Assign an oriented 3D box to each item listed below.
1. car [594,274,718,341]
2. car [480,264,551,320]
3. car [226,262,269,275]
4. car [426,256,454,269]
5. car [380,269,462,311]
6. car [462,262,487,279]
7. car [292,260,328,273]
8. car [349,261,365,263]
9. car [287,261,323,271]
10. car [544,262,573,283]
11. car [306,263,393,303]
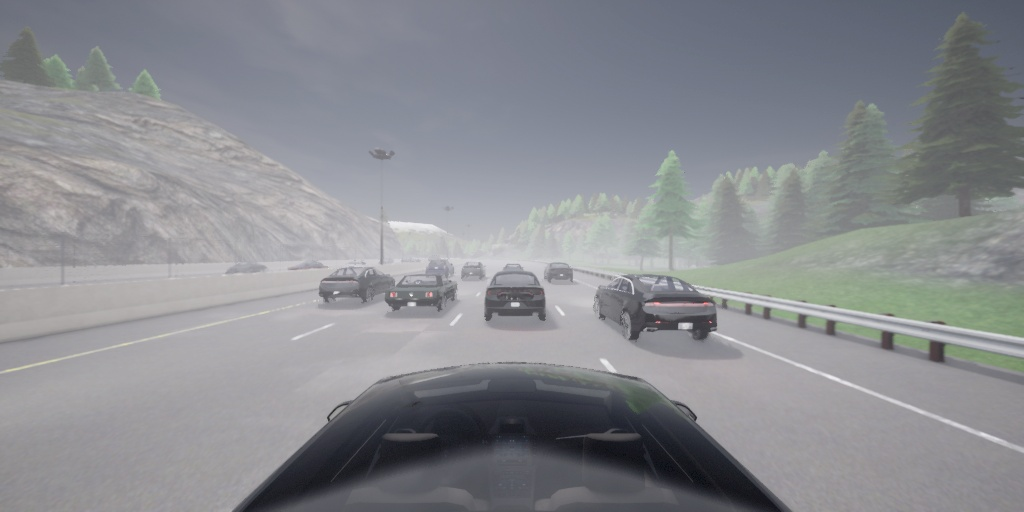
[{"bbox_3d":[3.600,1.243,9.864,2.128,1.511,4.902,0,0,0],"label":"car"},{"bbox_3d":[0.098,1.229,12.679,1.882,1.535,5.008,0,0,0],"label":"car"},{"bbox_3d":[-28.084,1.320,38.192,1.994,1.385,4.181,0,0,0],"label":"car"},{"bbox_3d":[-6.899,1.107,34.755,2.097,1.767,4.553,0,0,0],"label":"car"},{"bbox_3d":[-3.400,1.353,14.417,1.895,1.301,4.718,0,0,0],"label":"car"},{"bbox_3d":[-3.400,1.246,32.161,2.128,1.511,4.902,0,0,0],"label":"car"},{"bbox_3d":[-24.582,1.282,43.795,1.812,1.442,4.674,0,0,0],"label":"car"},{"bbox_3d":[-17.588,1.281,40.395,1.812,1.442,4.674,0,0,0],"label":"car"},{"bbox_3d":[-21.093,1.356,37.074,1.895,1.301,4.718,0,0,0],"label":"car"},{"bbox_3d":[3.601,1.231,28.423,1.882,1.535,5.008,0,0,0],"label":"car"},{"bbox_3d":[-6.900,1.244,16.497,2.128,1.511,4.902,0,0,0],"label":"car"}]
